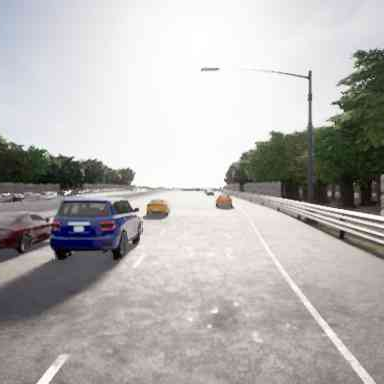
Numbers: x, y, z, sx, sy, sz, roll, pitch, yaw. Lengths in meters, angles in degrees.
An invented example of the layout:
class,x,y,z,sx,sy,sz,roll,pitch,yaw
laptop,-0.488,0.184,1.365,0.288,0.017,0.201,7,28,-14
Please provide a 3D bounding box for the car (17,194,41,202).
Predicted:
class,x,y,z,sx,sy,sz,roll,pitch,yaw
car,-20.484,1.118,43.796,1.882,1.535,5.008,0,1,1

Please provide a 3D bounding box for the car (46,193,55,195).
class,x,y,z,sx,sy,sz,roll,pitch,yaw
car,-16.985,1.130,43.738,2.128,1.511,4.902,0,1,1

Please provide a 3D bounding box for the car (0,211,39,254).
class,x,y,z,sx,sy,sz,roll,pitch,yaw
car,-6.808,1.476,13.145,1.812,1.442,4.674,0,0,1

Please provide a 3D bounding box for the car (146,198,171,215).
class,x,y,z,sx,sy,sz,roll,pitch,yaw
car,-3.029,1.282,30.809,1.882,1.535,5.008,0,1,1

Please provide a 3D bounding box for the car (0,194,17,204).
class,x,y,z,sx,sy,sz,roll,pitch,yaw
car,-27.342,1.022,50.516,2.128,1.511,4.902,0,1,2

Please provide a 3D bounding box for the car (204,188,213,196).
class,x,y,z,sx,sy,sz,roll,pitch,yaw
car,4.868,0.258,86.918,2.128,1.511,4.902,0,1,1

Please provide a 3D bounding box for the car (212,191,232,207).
class,x,y,z,sx,sy,sz,roll,pitch,yaw
car,4.129,0.973,43.871,2.097,1.767,4.553,0,1,2

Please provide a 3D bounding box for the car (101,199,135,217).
class,x,y,z,sx,sy,sz,roll,pitch,yaw
car,-6.545,1.381,29.904,1.994,1.385,4.181,0,1,1

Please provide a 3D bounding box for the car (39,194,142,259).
class,x,y,z,sx,sy,sz,roll,pitch,yaw
car,-3.318,1.174,12.521,2.150,2.045,5.566,0,0,1

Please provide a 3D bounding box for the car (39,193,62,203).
class,x,y,z,sx,sy,sz,roll,pitch,yaw
car,-23.724,0.953,56.012,1.812,1.442,4.674,0,1,2
